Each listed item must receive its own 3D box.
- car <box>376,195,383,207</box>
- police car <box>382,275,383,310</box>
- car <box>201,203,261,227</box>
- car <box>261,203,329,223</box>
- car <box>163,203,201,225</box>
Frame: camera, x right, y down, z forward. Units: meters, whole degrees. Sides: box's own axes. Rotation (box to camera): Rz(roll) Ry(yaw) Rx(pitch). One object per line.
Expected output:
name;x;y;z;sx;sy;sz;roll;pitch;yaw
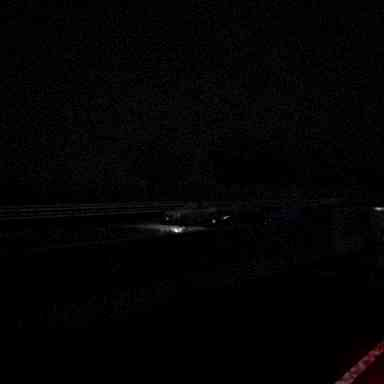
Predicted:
car;31.608;1.437;53.592;5.566;2.045;2.150;0;0;-43
police car;5.290;1.418;6.240;5.238;1.638;1.930;0;0;-43
car;3.036;1.532;22.025;4.674;1.442;1.812;0;0;-43
car;6.681;1.485;20.646;5.008;1.535;1.882;0;0;-43
car;0.046;1.532;24.018;4.674;1.442;1.812;0;0;-43
